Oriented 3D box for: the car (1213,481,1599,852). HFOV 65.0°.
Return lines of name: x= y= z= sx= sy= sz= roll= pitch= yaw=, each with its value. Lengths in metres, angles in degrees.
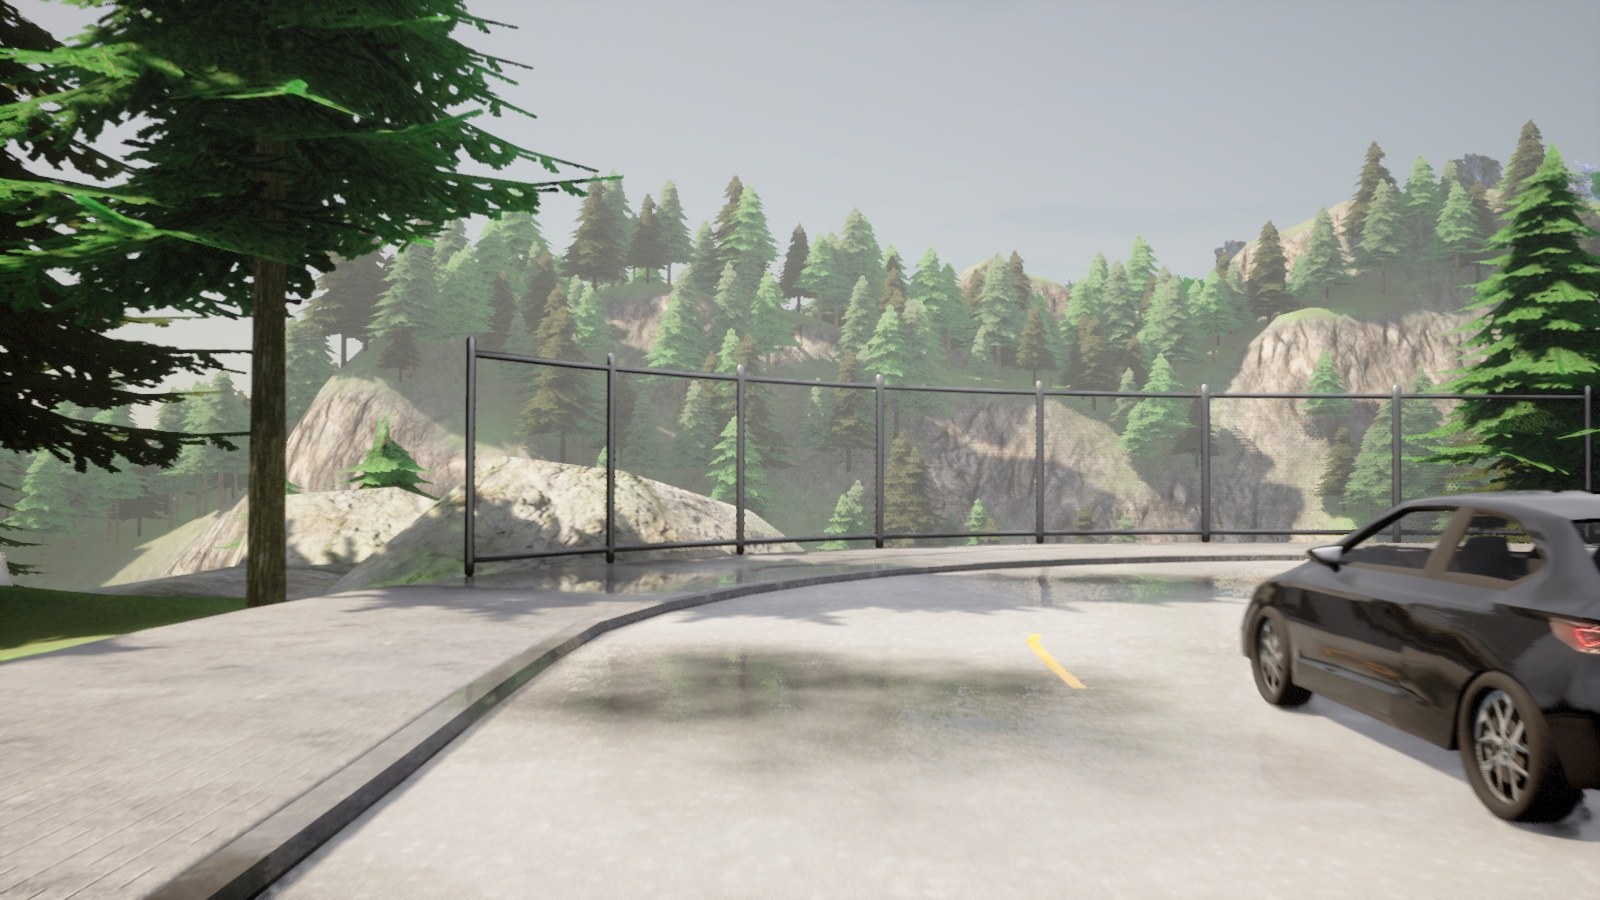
car: x=3.985 y=0.933 z=7.230 sx=1.816 sy=1.474 sz=4.193 roll=0 pitch=-1 yaw=0
